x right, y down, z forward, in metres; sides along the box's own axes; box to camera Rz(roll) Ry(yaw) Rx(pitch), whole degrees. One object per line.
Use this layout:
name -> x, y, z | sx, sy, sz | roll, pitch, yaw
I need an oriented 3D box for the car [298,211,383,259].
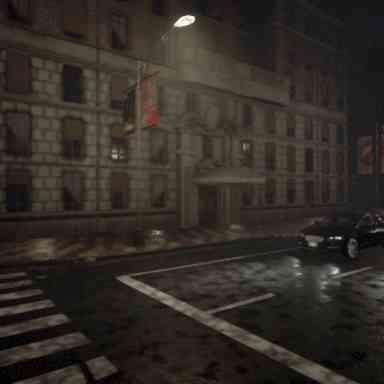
car -> 6.108, 1.531, 12.880 | 4.902, 1.511, 2.128 | 0, 0, -37
